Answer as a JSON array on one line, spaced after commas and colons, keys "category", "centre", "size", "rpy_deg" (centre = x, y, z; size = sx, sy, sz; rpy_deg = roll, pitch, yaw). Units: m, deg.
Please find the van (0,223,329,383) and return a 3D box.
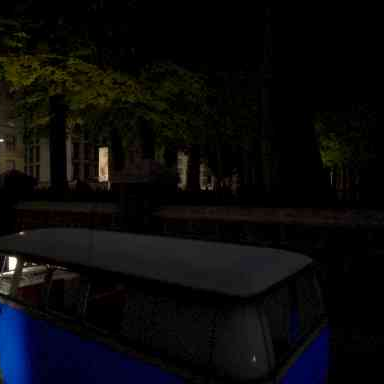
[{"category": "van", "centre": [-0.719, 1.341, 3.374], "size": [3.998, 1.788, 1.690], "rpy_deg": [0, 0, 36]}]
